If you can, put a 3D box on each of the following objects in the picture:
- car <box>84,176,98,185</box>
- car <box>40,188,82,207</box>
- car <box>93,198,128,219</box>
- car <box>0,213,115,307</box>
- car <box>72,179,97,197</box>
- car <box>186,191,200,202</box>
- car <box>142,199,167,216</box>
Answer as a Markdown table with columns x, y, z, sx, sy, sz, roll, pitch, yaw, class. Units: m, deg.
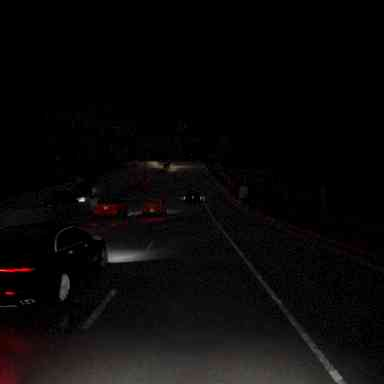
| x | y | z | sx | sy | sz | roll | pitch | yaw | class |
| --- | --- | --- | --- | --- | --- | --- | --- | --- | --- |
| -20.946 | -2.178 | 68.254 | 2.150 | 2.045 | 5.566 | 0 | 7 | 0 | car |
| -14.065 | 0.930 | 35.543 | 2.150 | 2.045 | 5.566 | 0 | 2 | 0 | car |
| -6.899 | 1.256 | 28.654 | 2.097 | 1.767 | 4.553 | 0 | 1 | 0 | car |
| -3.400 | 1.484 | 7.873 | 1.837 | 1.490 | 4.892 | 0 | 0 | 0 | car |
| -17.551 | -0.387 | 53.039 | 2.150 | 2.045 | 5.566 | 0 | 6 | 1 | car |
| 0.102 | 0.542 | 47.035 | 1.994 | 1.385 | 4.181 | 0 | 5 | 0 | car |
| -3.399 | 1.344 | 30.651 | 1.882 | 1.535 | 5.008 | 0 | 1 | 0 | car |
